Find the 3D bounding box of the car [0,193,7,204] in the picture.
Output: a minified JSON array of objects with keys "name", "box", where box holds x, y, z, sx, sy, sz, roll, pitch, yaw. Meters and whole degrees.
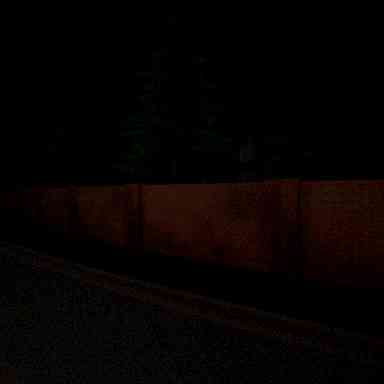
[{"name":"car","box":[-36.621,1.170,63.855,2.150,2.045,5.566,0,0,-4]}]
